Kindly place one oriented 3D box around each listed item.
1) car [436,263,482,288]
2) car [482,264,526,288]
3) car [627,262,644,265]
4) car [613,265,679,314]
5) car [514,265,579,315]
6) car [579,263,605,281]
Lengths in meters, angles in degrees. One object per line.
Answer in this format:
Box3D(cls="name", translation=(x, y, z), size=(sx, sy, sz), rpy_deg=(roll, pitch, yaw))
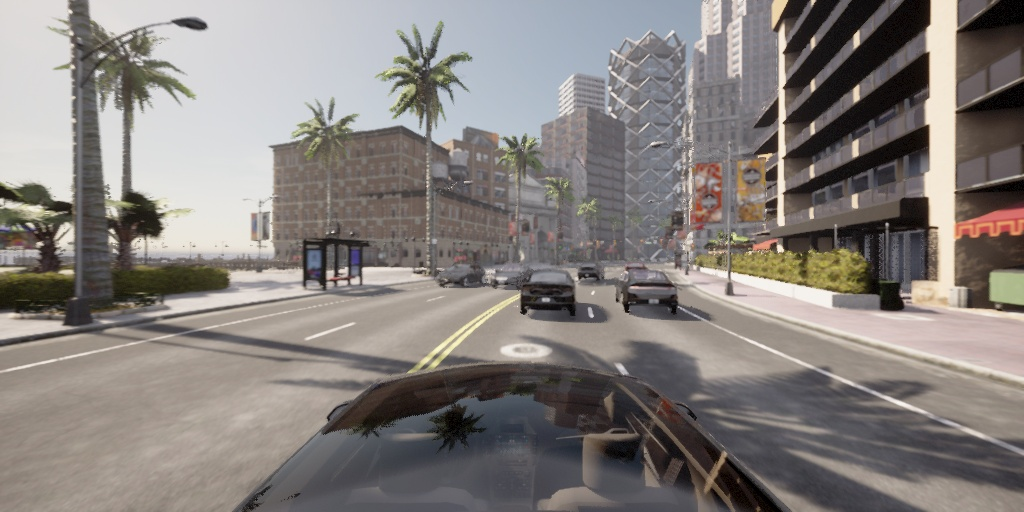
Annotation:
Box3D(cls="car", translation=(-3.273, 1.256, 24.155), size=(1.837, 1.490, 4.892), rpy_deg=(0, 0, 18))
Box3D(cls="car", translation=(0.124, 1.261, 23.342), size=(2.128, 1.511, 4.902), rpy_deg=(0, 0, 18))
Box3D(cls="car", translation=(11.393, 1.318, 32.989), size=(1.882, 1.535, 5.008), rpy_deg=(0, 0, 21))
Box3D(cls="car", translation=(5.147, 1.281, 14.170), size=(2.128, 1.511, 4.902), rpy_deg=(0, 0, 11))
Box3D(cls="car", translation=(1.516, 1.247, 13.828), size=(1.882, 1.535, 5.008), rpy_deg=(0, 0, 10))
Box3D(cls="car", translation=(6.852, 1.318, 30.939), size=(1.837, 1.490, 4.892), rpy_deg=(0, 0, 21))
